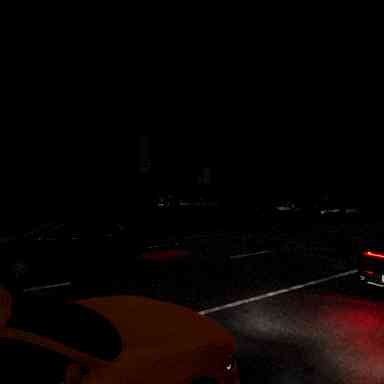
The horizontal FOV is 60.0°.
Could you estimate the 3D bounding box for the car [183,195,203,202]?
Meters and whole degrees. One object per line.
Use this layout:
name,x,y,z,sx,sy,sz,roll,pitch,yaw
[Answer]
car,0.129,1.309,67.003,1.895,1.301,4.718,-1,0,-39

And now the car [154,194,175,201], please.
car,-6.220,1.238,74.781,2.128,1.511,4.902,-1,0,-38

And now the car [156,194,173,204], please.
car,-5.863,1.276,57.428,1.882,1.535,5.008,-1,0,-38

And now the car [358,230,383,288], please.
car,5.869,1.468,7.951,4.892,1.490,1.837,0,0,-36

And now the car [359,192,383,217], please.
car,15.415,1.031,26.094,2.150,2.045,5.566,1,0,-3

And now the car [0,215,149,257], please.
car,-3.683,1.501,9.959,4.892,1.490,1.837,0,0,-35

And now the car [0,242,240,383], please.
car,-1.837,1.478,2.419,5.008,1.535,1.882,0,0,-36

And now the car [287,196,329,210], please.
car,13.522,1.260,38.881,1.837,1.490,4.892,-1,0,-39
